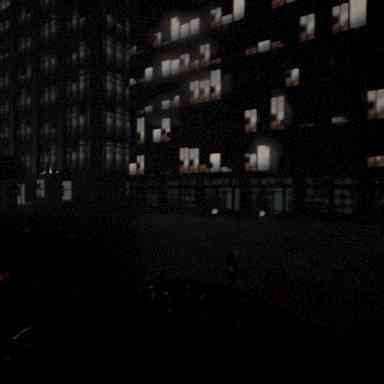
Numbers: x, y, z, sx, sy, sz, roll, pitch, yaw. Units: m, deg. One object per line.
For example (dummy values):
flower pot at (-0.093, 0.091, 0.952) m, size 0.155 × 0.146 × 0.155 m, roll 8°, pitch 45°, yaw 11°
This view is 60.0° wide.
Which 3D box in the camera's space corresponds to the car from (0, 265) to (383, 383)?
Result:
car at (-0.513, 1.575, 3.230) m, size 4.313 × 1.339 × 1.947 m, roll 0°, pitch 0°, yaw 35°
